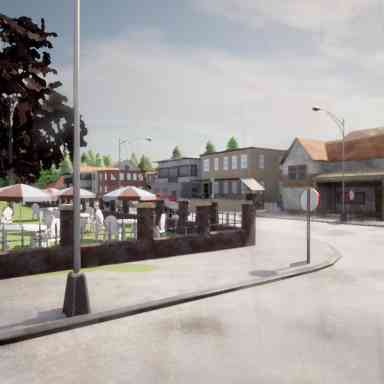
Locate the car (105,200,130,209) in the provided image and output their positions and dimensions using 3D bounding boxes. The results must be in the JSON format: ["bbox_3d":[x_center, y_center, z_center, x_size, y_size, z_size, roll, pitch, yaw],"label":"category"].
[{"bbox_3d":[-9.776,1.489,41.279,2.128,1.511,4.902,0,0,-35],"label":"car"}]

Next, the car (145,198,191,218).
[{"bbox_3d":[-2.296,1.547,30.745,2.033,1.411,5.357,0,0,-35],"label":"car"}]

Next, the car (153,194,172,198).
[{"bbox_3d":[-4.439,1.221,40.988,2.150,2.045,5.566,0,0,-35],"label":"car"}]
